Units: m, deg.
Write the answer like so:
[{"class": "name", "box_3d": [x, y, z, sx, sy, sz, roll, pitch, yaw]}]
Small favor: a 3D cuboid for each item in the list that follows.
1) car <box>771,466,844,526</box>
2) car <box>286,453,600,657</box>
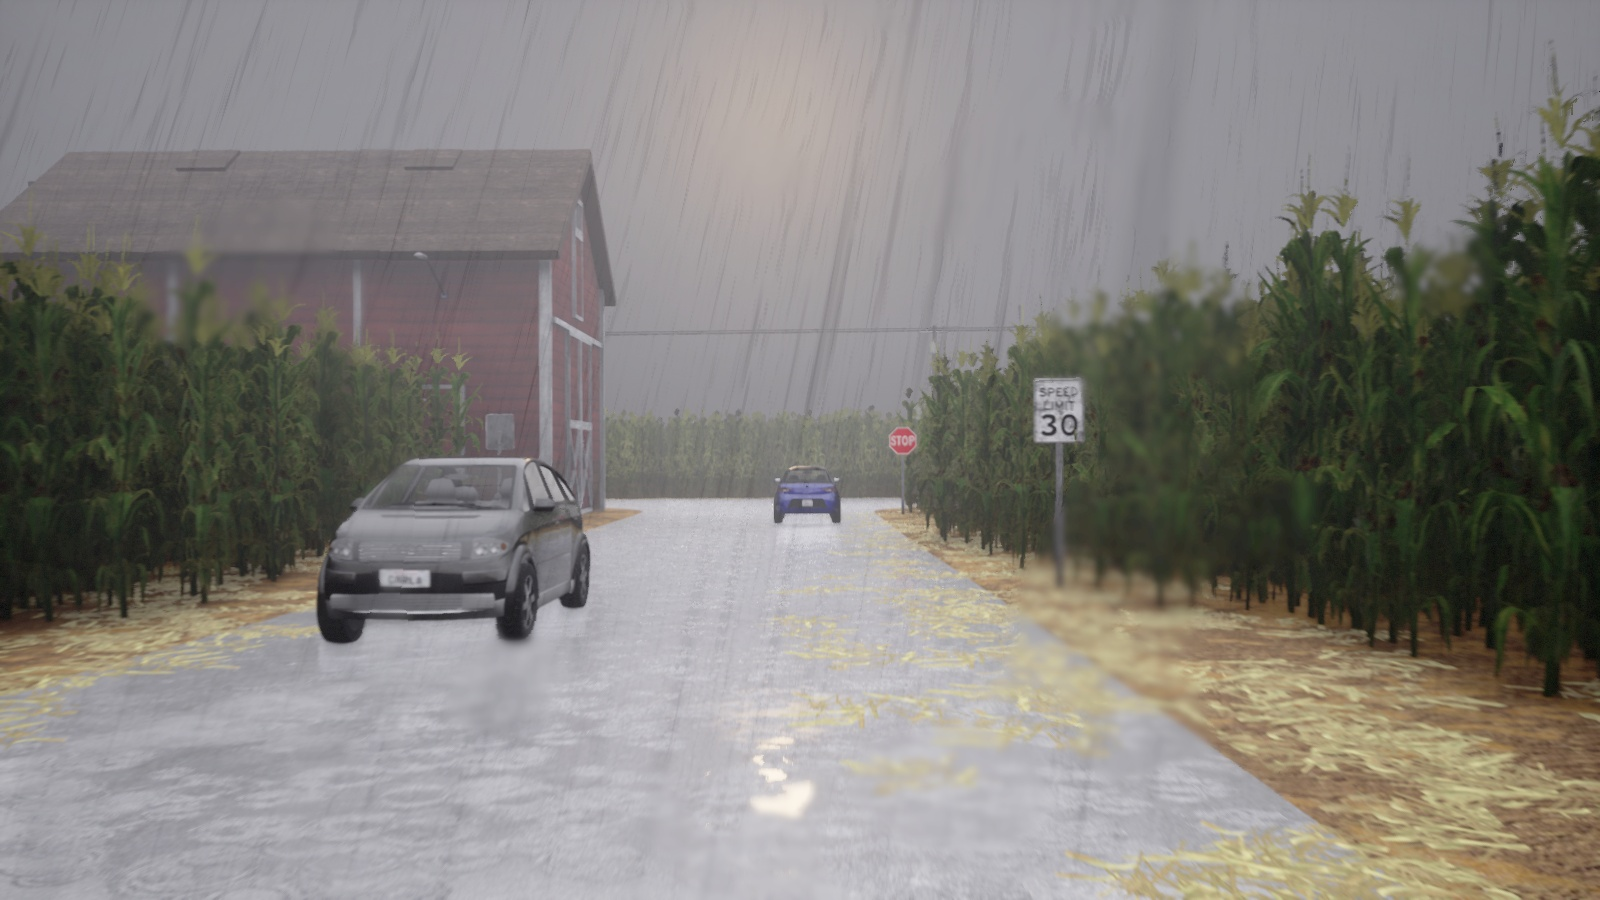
[{"class": "car", "box_3d": [0.192, 1.165, 33.522, 1.816, 1.474, 4.193, 0, 0, 0]}, {"class": "car", "box_3d": [-3.027, 0.830, 11.463, 1.789, 1.549, 3.705, 0, -1, 0]}]
